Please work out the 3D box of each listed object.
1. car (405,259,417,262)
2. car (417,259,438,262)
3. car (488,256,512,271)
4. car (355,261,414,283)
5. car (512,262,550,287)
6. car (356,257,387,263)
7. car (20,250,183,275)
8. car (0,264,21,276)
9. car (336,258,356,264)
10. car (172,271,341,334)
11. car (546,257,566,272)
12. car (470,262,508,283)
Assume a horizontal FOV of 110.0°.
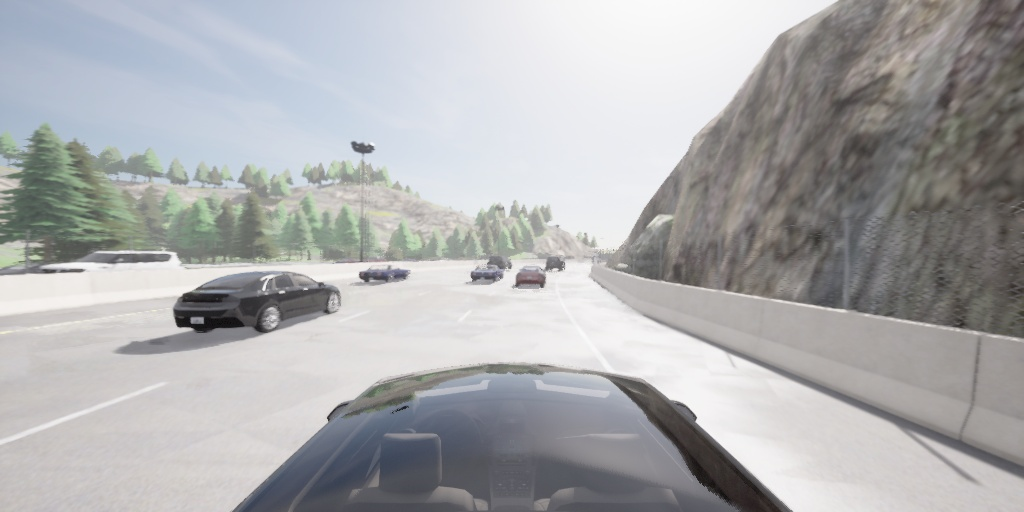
[{"bbox_3d":[-16.936,1.138,58.345,2.033,1.411,5.357,1,0,16],"label":"car"},{"bbox_3d":[-13.198,1.196,58.653,1.994,1.385,4.181,1,0,16],"label":"car"},{"bbox_3d":[-1.550,1.003,48.653,2.150,2.045,5.566,0,0,15],"label":"car"},{"bbox_3d":[-9.173,1.256,26.350,1.895,1.301,4.718,1,0,7],"label":"car"},{"bbox_3d":[1.412,1.359,25.271,1.994,1.385,4.181,1,0,8],"label":"car"},{"bbox_3d":[-21.331,0.877,55.392,2.097,1.767,4.553,1,0,15],"label":"car"},{"bbox_3d":[-20.420,0.718,18.616,2.150,2.045,5.566,1,0,5],"label":"car"},{"bbox_3d":[-23.967,1.012,18.003,1.994,1.385,4.181,1,0,5],"label":"car"},{"bbox_3d":[-25.048,1.037,55.008,1.994,1.385,4.181,1,0,14],"label":"car"},{"bbox_3d":[-6.830,1.174,10.335,1.837,1.490,4.892,0,0,3],"label":"car"},{"bbox_3d":[6.224,1.110,50.789,2.150,2.045,5.566,0,0,16],"label":"car"},{"bbox_3d":[-1.851,1.356,28.519,1.895,1.301,4.718,1,0,8],"label":"car"}]
